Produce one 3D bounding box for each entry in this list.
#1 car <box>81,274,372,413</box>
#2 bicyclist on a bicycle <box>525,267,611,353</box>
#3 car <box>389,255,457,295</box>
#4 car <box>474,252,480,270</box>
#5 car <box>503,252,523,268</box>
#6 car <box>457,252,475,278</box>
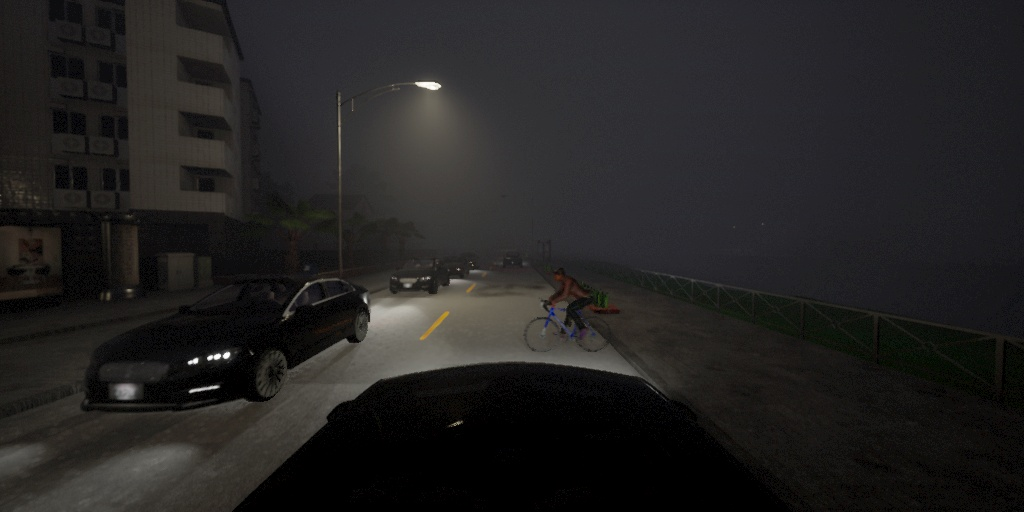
[{"bbox_3d":[-4.104,1.114,6.250,2.128,1.511,4.902,0,1,0],"label":"car"},{"bbox_3d":[1.051,1.031,6.786,1.656,1.620,0.582,-1,2,0],"label":"bicyclist on a bicycle"},{"bbox_3d":[-4.106,0.834,16.563,2.128,1.511,4.902,0,2,0],"label":"car"},{"bbox_3d":[-4.048,0.401,33.035,1.837,1.490,4.892,0,2,0],"label":"car"},{"bbox_3d":[0.076,0.335,35.317,2.128,1.511,4.902,0,2,0],"label":"car"},{"bbox_3d":[-4.015,0.668,24.779,2.033,1.411,5.357,0,2,0],"label":"car"}]
